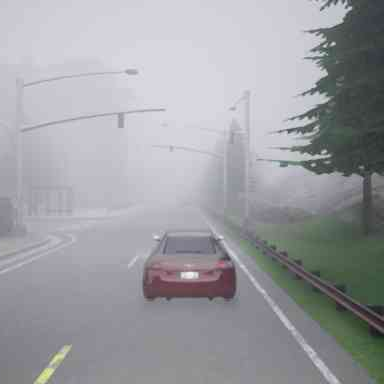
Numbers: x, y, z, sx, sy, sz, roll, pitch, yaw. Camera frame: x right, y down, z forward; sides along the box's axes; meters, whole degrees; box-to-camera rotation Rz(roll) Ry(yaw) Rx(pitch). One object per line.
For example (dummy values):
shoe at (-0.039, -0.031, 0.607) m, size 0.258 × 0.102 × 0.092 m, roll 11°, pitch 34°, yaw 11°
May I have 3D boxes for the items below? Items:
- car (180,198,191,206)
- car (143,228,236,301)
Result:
car at (-1.125, 1.857, 60.660) m, size 1.994 × 1.385 × 4.181 m, roll 0°, pitch 0°, yaw -1°
car at (-0.077, 1.606, 8.517) m, size 1.994 × 1.385 × 4.181 m, roll 0°, pitch 0°, yaw -1°
